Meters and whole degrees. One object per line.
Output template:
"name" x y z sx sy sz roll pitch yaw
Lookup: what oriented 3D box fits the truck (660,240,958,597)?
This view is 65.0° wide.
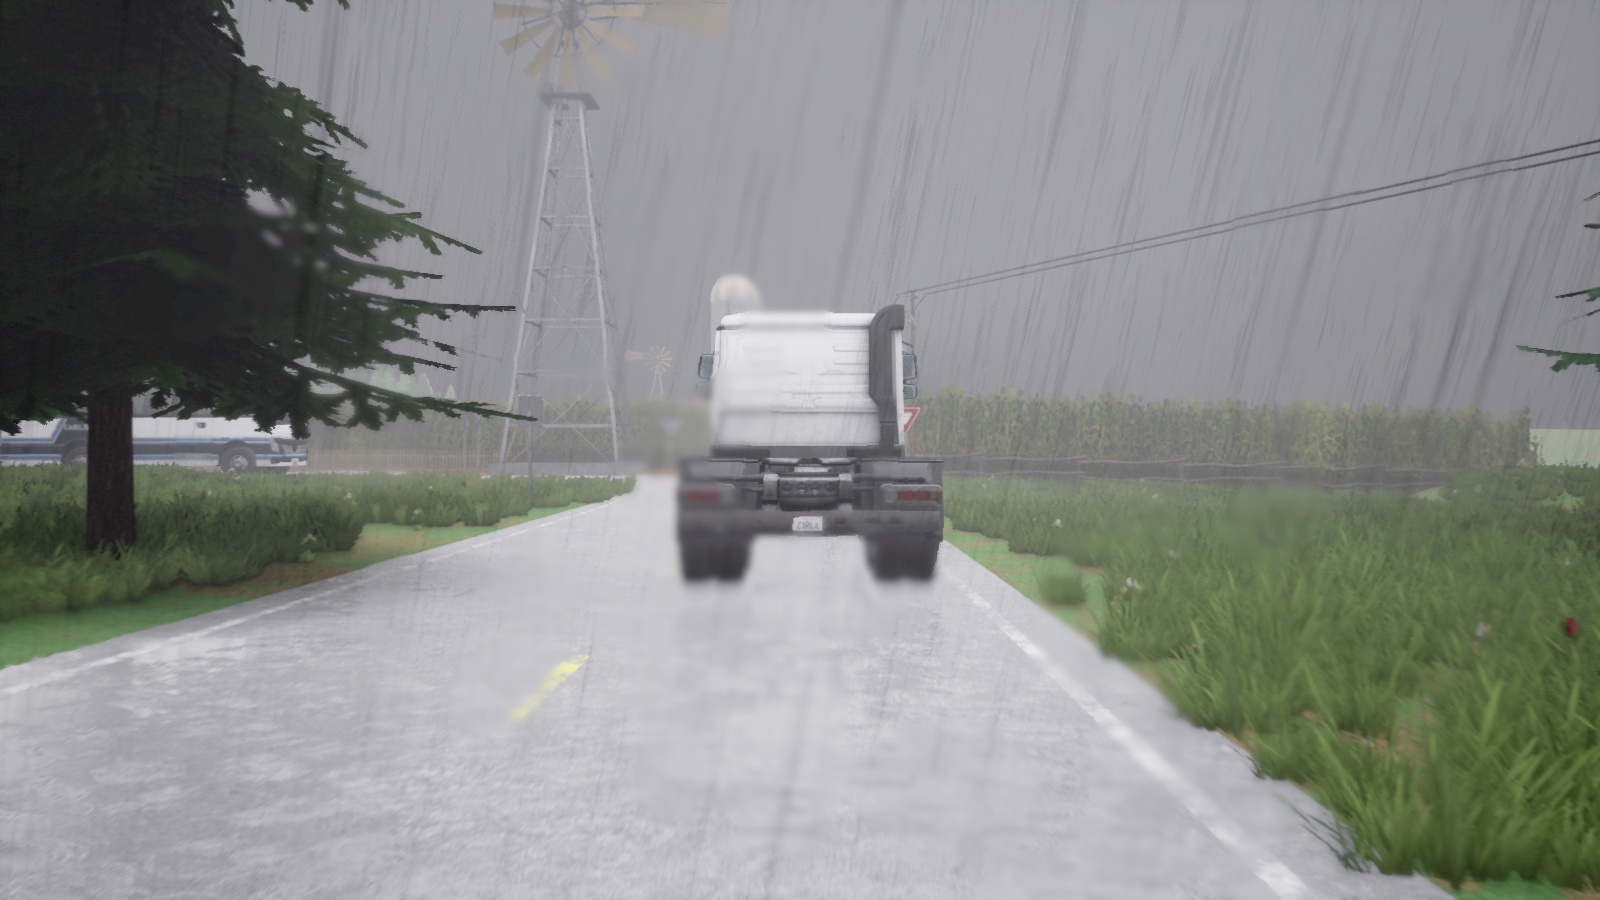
"truck" 0.110 -0.326 16.164 2.891 3.462 7.936 0 0 0

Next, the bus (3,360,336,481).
"bus" -22.869 -1.048 46.055 10.273 4.253 3.944 0 0 1
